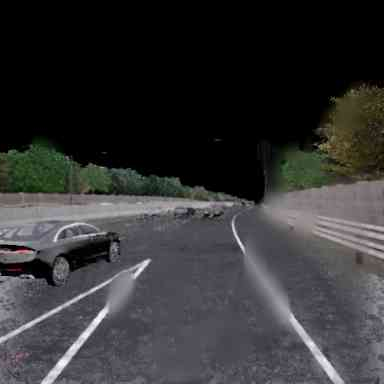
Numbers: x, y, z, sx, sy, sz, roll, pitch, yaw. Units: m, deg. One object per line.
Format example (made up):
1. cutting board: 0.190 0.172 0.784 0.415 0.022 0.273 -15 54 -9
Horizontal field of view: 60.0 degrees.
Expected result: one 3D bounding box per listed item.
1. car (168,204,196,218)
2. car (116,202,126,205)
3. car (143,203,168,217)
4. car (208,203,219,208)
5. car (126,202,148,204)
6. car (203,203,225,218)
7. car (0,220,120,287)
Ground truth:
1. car: -0.798 2.193 38.861 2.128 1.511 4.902 0 -1 13
2. car: -15.071 2.917 71.452 1.882 1.535 5.008 0 -1 13
3. car: -4.212 2.312 39.638 1.895 1.301 4.718 0 -1 13
4. car: 5.382 3.353 82.825 1.895 1.301 4.718 0 -1 13
5. car: -11.661 3.025 70.664 1.895 1.301 4.718 0 -1 13
6. car: 2.622 2.297 38.120 1.895 1.301 4.718 0 -1 13
7. car: -3.726 1.552 9.567 2.128 1.511 4.902 0 -1 13
